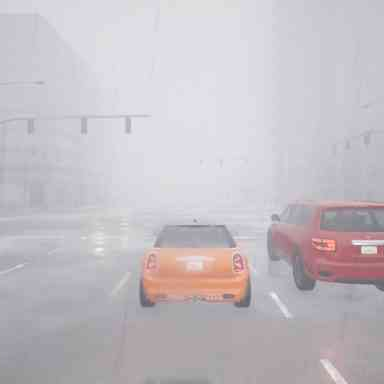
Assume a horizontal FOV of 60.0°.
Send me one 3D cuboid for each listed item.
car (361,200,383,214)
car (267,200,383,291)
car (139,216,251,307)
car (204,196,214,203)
[{"bbox_3d":[20.540,1.564,35.269,4.181,1.385,1.994,0,0,1],"label":"car"},{"bbox_3d":[3.556,1.221,9.134,2.150,2.045,5.566,0,0,3],"label":"car"},{"bbox_3d":[0.077,1.352,8.115,2.097,1.767,4.553,0,0,1],"label":"car"},{"bbox_3d":[3.709,1.525,71.099,1.812,1.442,4.674,0,0,0],"label":"car"}]
